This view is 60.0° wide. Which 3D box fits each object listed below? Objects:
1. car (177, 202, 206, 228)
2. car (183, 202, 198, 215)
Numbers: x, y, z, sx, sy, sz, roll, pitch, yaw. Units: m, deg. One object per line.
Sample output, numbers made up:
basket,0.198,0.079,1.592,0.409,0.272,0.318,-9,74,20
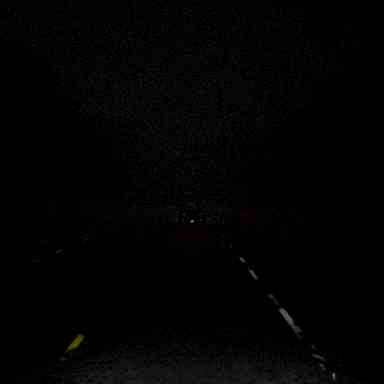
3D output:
car,-0.005,1.688,23.676,2.128,1.511,4.902,0,-1,0
car,-0.207,1.976,41.190,1.812,1.442,4.674,0,-1,-1
